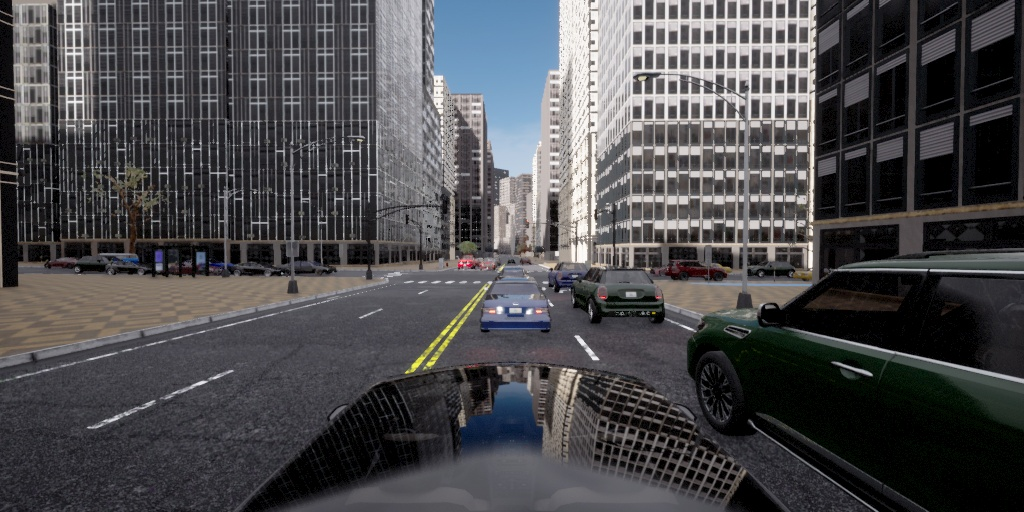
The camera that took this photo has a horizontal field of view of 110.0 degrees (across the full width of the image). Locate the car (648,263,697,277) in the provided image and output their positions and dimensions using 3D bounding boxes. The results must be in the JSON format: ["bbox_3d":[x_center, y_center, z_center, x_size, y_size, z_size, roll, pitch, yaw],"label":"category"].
[{"bbox_3d":[16.662,1.427,37.458,4.181,1.385,1.994,1,1,2],"label":"car"}]

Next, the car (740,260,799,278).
[{"bbox_3d":[26.696,1.303,37.310,4.553,1.767,2.097,1,1,1],"label":"car"}]

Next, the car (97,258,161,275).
[{"bbox_3d":[-34.140,1.068,32.467,4.313,1.339,1.948,0,0,1],"label":"car"}]

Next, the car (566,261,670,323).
[{"bbox_3d":[3.335,1.097,12.169,2.097,1.767,4.553,0,0,0],"label":"car"}]

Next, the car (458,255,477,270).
[{"bbox_3d":[-6.662,0.933,53.315,2.150,2.045,5.566,0,0,0],"label":"car"}]

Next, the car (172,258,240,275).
[{"bbox_3d":[-29.817,0.976,35.018,5.008,1.535,1.882,1,1,1],"label":"car"}]

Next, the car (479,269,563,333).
[{"bbox_3d":[0.089,1.293,10.726,2.033,1.411,5.357,0,0,0],"label":"car"}]

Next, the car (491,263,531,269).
[{"bbox_3d":[0.073,1.304,19.969,1.994,1.385,4.181,0,0,0],"label":"car"}]

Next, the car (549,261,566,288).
[{"bbox_3d":[3.322,1.091,21.034,2.097,1.767,4.553,0,0,0],"label":"car"}]

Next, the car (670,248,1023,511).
[{"bbox_3d":[3.346,0.971,2.323,2.150,2.045,5.566,0,0,0],"label":"car"}]

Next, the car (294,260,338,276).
[{"bbox_3d":[-19.957,1.135,34.831,5.357,1.411,2.033,1,1,1],"label":"car"}]

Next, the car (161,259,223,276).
[{"bbox_3d":[-28.459,1.136,32.302,4.207,1.307,1.802,0,0,1],"label":"car"}]

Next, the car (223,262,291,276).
[{"bbox_3d":[-22.775,1.172,32.176,4.313,1.339,1.948,0,0,1],"label":"car"}]

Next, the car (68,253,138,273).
[{"bbox_3d":[-39.848,0.759,35.214,4.553,1.767,2.097,1,1,1],"label":"car"}]

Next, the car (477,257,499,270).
[{"bbox_3d":[-3.384,1.066,51.167,2.097,1.767,4.553,0,0,-1],"label":"car"}]
